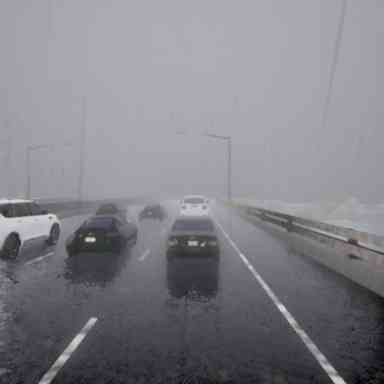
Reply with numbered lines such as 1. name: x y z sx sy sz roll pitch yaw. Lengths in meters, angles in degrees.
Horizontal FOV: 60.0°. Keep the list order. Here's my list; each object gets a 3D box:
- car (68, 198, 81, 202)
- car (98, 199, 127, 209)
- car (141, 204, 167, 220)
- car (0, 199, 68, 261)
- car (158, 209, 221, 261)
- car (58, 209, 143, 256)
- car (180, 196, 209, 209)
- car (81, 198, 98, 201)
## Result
1. car: -23.276 1.856 66.048 1.994 1.385 4.181 0 0 2
2. car: -6.757 1.615 28.408 1.837 1.490 4.892 0 0 1
3. car: -3.257 1.671 28.329 1.994 1.385 4.181 0 0 2
4. car: -6.952 1.267 12.541 2.150 2.045 5.566 0 0 1
5. car: 0.049 1.589 12.466 2.033 1.411 5.357 0 0 1
6. car: -3.434 1.609 13.385 1.994 1.385 4.181 0 0 1
7. car: 0.216 1.327 27.405 2.150 2.045 5.566 0 0 1
8. car: -19.780 1.897 65.877 1.895 1.301 4.718 0 0 2
